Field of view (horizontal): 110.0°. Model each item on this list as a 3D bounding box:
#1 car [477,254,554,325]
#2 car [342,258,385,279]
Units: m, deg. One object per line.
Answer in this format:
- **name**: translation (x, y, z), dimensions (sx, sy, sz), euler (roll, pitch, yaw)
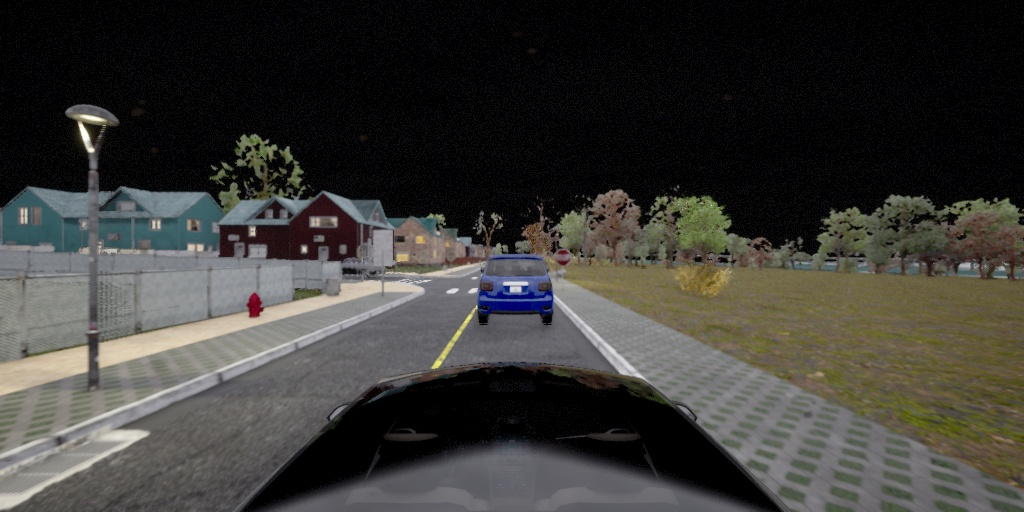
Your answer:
- **car**: translation (0.099, 0.962, 11.978), dimensions (2.150, 2.045, 5.566), euler (0, 0, 0)
- **car**: translation (-12.314, 0.885, 27.611), dimensions (4.902, 1.511, 2.128), euler (2, 0, 1)
